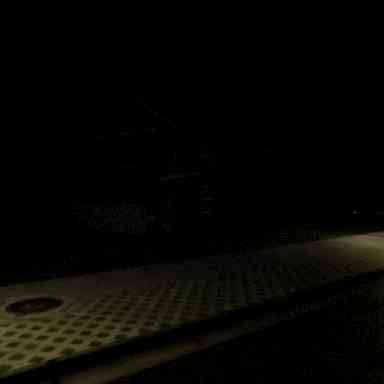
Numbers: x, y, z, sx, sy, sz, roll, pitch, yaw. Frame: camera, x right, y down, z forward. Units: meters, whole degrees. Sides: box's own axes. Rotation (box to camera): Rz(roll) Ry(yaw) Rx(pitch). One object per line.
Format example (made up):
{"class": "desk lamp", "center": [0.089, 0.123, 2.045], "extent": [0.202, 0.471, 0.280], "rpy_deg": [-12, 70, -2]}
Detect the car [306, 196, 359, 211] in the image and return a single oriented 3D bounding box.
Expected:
{"class": "car", "center": [14.475, 1.217, 34.383], "extent": [5.008, 1.535, 1.882], "rpy_deg": [1, 1, 34]}
